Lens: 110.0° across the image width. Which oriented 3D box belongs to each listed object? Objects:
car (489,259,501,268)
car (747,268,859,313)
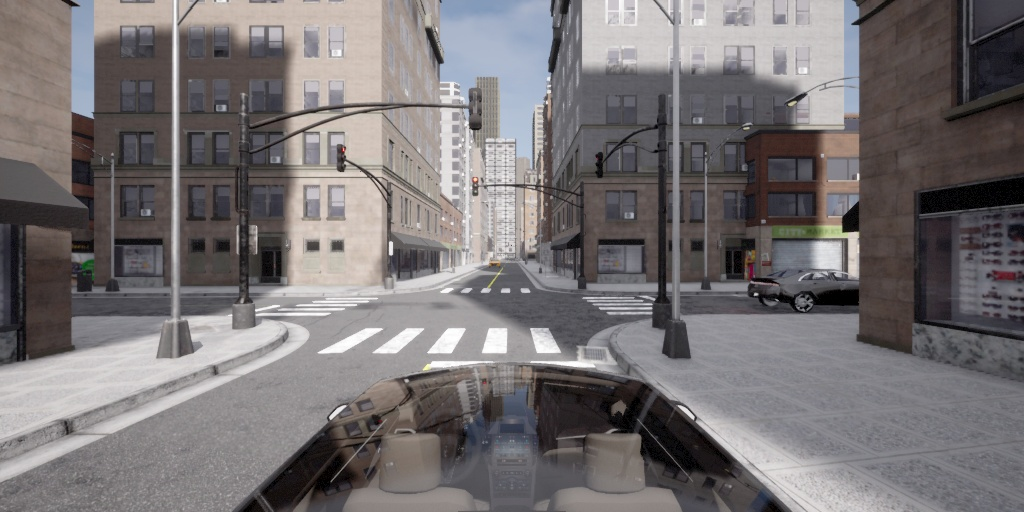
[{"bbox_3d":[-2.998,1.208,62.909,1.882,1.535,5.008,0,0,0],"label":"car"},{"bbox_3d":[11.427,1.209,13.225,4.902,1.511,2.128,0,0,0],"label":"car"}]
